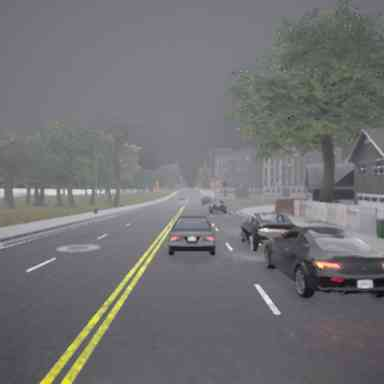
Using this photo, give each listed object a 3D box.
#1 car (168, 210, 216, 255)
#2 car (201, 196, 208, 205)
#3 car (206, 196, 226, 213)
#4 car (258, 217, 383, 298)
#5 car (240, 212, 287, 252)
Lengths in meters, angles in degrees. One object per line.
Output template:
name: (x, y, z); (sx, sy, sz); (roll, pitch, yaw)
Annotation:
car: (0.000, 1.685, 13.983); (2.033, 1.411, 5.357); (0, -1, 0)
car: (3.241, 1.925, 74.695); (2.150, 2.045, 5.566); (0, 0, 0)
car: (3.246, 1.779, 43.315); (2.097, 1.767, 4.553); (0, 0, 0)
car: (3.234, 1.611, 8.648); (1.812, 1.442, 4.674); (0, -1, -2)
car: (3.257, 1.636, 14.556); (2.128, 1.511, 4.902); (0, 0, 0)
